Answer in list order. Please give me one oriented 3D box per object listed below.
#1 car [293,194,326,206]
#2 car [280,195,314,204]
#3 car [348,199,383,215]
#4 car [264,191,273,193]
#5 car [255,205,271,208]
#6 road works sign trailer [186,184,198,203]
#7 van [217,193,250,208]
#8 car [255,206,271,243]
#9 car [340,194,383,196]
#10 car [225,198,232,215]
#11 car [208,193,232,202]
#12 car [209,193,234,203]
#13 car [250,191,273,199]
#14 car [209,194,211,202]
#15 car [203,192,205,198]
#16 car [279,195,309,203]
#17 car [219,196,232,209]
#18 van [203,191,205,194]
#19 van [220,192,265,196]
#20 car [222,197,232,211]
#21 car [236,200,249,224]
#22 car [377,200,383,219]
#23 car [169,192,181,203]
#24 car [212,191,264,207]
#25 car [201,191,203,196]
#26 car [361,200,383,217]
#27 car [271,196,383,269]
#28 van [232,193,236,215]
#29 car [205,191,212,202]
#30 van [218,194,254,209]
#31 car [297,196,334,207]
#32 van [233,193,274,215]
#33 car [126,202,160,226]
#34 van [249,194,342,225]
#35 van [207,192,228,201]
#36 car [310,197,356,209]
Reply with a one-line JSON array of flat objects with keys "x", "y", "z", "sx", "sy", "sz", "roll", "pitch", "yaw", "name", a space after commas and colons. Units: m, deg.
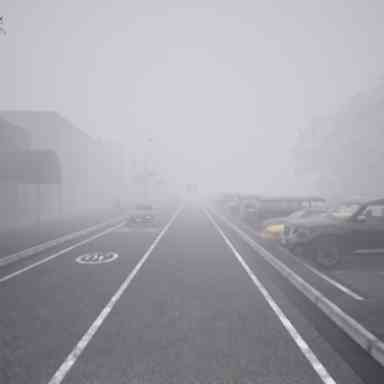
[{"x": 18.796, "y": 1.244, "z": 53.264, "sx": 4.553, "sy": 1.767, "sz": 2.185, "roll": 0, "pitch": 0, "yaw": 0, "name": "car"}, {"x": 18.573, "y": 1.328, "z": 58.815, "sx": 5.366, "sy": 1.575, "sz": 1.946, "roll": 0, "pitch": 0, "yaw": 0, "name": "car"}, {"x": 18.818, "y": 1.521, "z": 33.834, "sx": 4.792, "sy": 1.488, "sz": 2.163, "roll": 0, "pitch": 0, "yaw": 0, "name": "car"}, {"x": 18.696, "y": 0.888, "z": 86.813, "sx": 5.566, "sy": 2.045, "sz": 2.435, "roll": 0, "pitch": 0, "yaw": 0, "name": "car"}, {"x": 5.733, "y": 1.540, "z": 16.343, "sx": 4.674, "sy": 1.452, "sz": 2.002, "roll": 0, "pitch": 0, "yaw": 0, "name": "car"}, {"x": 0.001, "y": 0.284, "z": 64.106, "sx": 2.380, "sy": 3.560, "sz": 2.880, "roll": 0, "pitch": 0, "yaw": 1, "name": "road works sign trailer"}, {"x": 5.810, "y": 1.185, "z": 47.187, "sx": 4.442, "sy": 1.987, "sz": 1.878, "roll": 0, "pitch": 0, "yaw": 0, "name": "van"}, {"x": 5.548, "y": 1.495, "z": 13.540, "sx": 5.366, "sy": 1.575, "sz": 1.946, "roll": 0, "pitch": 0, "yaw": 0, "name": "car"}, {"x": 18.757, "y": 1.228, "z": 36.607, "sx": 5.566, "sy": 2.045, "sz": 2.435, "roll": 0, "pitch": 0, "yaw": 0, "name": "car"}, {"x": 5.743, "y": 1.532, "z": 30.362, "sx": 4.792, "sy": 1.488, "sz": 2.163, "roll": 0, "pitch": 0, "yaw": 0, "name": "car"}, {"x": 5.638, "y": 1.151, "z": 66.810, "sx": 4.553, "sy": 1.767, "sz": 2.185, "roll": 0, "pitch": 0, "yaw": 0, "name": "car"}, {"x": 5.642, "y": 1.170, "z": 64.007, "sx": 4.553, "sy": 1.767, "sz": 2.185, "roll": 0, "pitch": 0, "yaw": 0, "name": "car"}, {"x": 18.693, "y": 0.869, "z": 89.475, "sx": 5.566, "sy": 2.045, "sz": 2.435, "roll": 0, "pitch": 0, "yaw": 0, "name": "car"}, {"x": 5.680, "y": 1.393, "z": 55.598, "sx": 4.674, "sy": 1.452, "sz": 2.002, "roll": 0, "pitch": 0, "yaw": 0, "name": "car"}, {"x": 5.654, "y": 1.218, "z": 75.221, "sx": 5.008, "sy": 1.535, "sz": 2.097, "roll": 0, "pitch": 0, "yaw": 0, "name": "car"}, {"x": 18.761, "y": 1.313, "z": 61.592, "sx": 4.892, "sy": 1.521, "sz": 2.231, "roll": 0, "pitch": 0, "yaw": 0, "name": "car"}, {"x": 5.713, "y": 1.483, "z": 35.973, "sx": 4.892, "sy": 1.521, "sz": 2.231, "roll": 0, "pitch": 0, "yaw": 0, "name": "car"}, {"x": 5.532, "y": 0.935, "z": 83.629, "sx": 4.442, "sy": 1.987, "sz": 1.878, "roll": 0, "pitch": 0, "yaw": 0, "name": "van"}, {"x": 5.820, "y": 1.243, "z": 38.779, "sx": 4.442, "sy": 1.987, "sz": 1.878, "roll": 0, "pitch": 0, "yaw": 0, "name": "van"}, {"x": 5.707, "y": 1.534, "z": 33.170, "sx": 4.674, "sy": 1.452, "sz": 2.002, "roll": 0, "pitch": 0, "yaw": 0, "name": "car"}, {"x": 5.718, "y": 1.506, "z": 21.950, "sx": 5.008, "sy": 1.535, "sz": 2.097, "roll": 0, "pitch": 0, "yaw": 0, "name": "car"}, {"x": 18.980, "y": 1.502, "z": 28.279, "sx": 5.366, "sy": 1.575, "sz": 1.946, "roll": 0, "pitch": 0, "yaw": 0, "name": "car"}, {"x": -3.251, "y": 1.046, "z": 64.510, "sx": 2.150, "sy": 2.045, "sz": 5.566, "roll": 0, "pitch": 1, "yaw": 0, "name": "car"}, {"x": 5.672, "y": 1.199, "z": 41.579, "sx": 5.566, "sy": 2.045, "sz": 2.435, "roll": 0, "pitch": 0, "yaw": 0, "name": "car"}, {"x": 5.828, "y": 1.119, "z": 89.237, "sx": 5.366, "sy": 1.575, "sz": 1.946, "roll": 0, "pitch": 0, "yaw": 0, "name": "car"}, {"x": 18.763, "y": 1.532, "z": 31.051, "sx": 4.792, "sy": 1.488, "sz": 2.163, "roll": 0, "pitch": 0, "yaw": 0, "name": "car"}, {"x": 5.709, "y": 1.244, "z": 10.736, "sx": 5.566, "sy": 2.045, "sz": 2.435, "roll": 0, "pitch": 0, "yaw": 0, "name": "car"}, {"x": 5.833, "y": 1.279, "z": 27.559, "sx": 4.442, "sy": 1.987, "sz": 1.878, "roll": 0, "pitch": 0, "yaw": 0, "name": "van"}, {"x": 5.651, "y": 1.083, "z": 58.400, "sx": 5.566, "sy": 2.045, "sz": 2.435, "roll": 0, "pitch": 0, "yaw": 0, "name": "car"}, {"x": 5.813, "y": 1.205, "z": 44.384, "sx": 4.442, "sy": 1.987, "sz": 1.878, "roll": 0, "pitch": 0, "yaw": 0, "name": "van"}, {"x": 18.740, "y": 1.418, "z": 50.488, "sx": 4.792, "sy": 1.488, "sz": 2.163, "roll": 0, "pitch": 0, "yaw": 0, "name": "car"}, {"x": 5.603, "y": 1.282, "z": 24.757, "sx": 4.442, "sy": 1.987, "sz": 1.878, "roll": 0, "pitch": 0, "yaw": 0, "name": "van"}, {"x": -3.345, "y": 1.506, "z": 23.222, "sx": 1.837, "sy": 1.490, "sz": 4.892, "roll": 0, "pitch": 0, "yaw": 0, "name": "car"}, {"x": 5.844, "y": 1.277, "z": 19.147, "sx": 4.442, "sy": 1.987, "sz": 1.878, "roll": 0, "pitch": 0, "yaw": 0, "name": "van"}, {"x": 5.546, "y": 1.012, "z": 72.416, "sx": 4.442, "sy": 1.987, "sz": 1.878, "roll": 0, "pitch": 0, "yaw": 0, "name": "van"}, {"x": 18.962, "y": 1.424, "z": 44.937, "sx": 5.366, "sy": 1.575, "sz": 1.946, "roll": 0, "pitch": 0, "yaw": 0, "name": "car"}]
